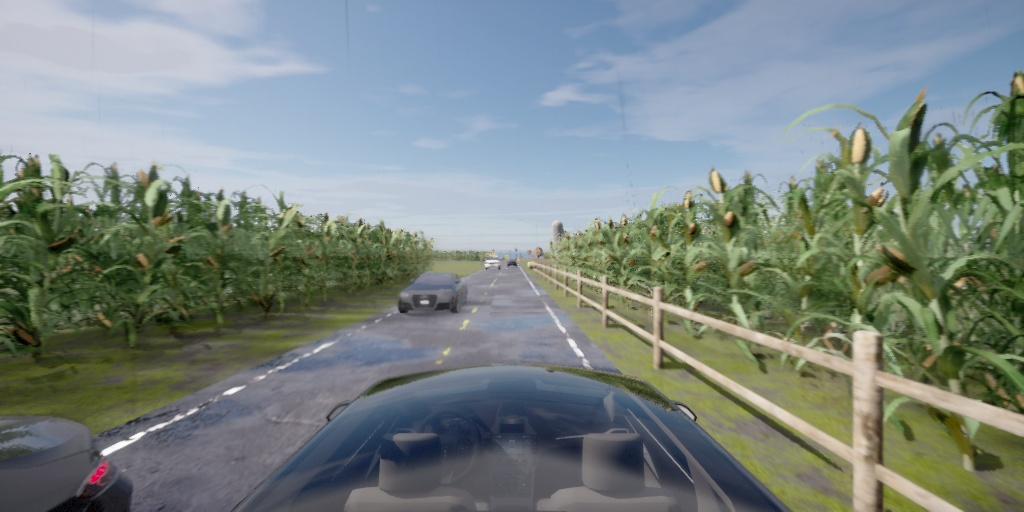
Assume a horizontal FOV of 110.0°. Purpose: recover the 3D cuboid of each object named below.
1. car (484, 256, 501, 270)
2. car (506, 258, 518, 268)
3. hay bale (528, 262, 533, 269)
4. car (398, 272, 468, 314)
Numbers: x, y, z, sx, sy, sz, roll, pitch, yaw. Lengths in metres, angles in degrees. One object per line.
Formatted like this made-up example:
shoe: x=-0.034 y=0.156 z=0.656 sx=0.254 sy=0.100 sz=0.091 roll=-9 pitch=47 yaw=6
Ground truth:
car: x=-2.786 y=0.986 z=52.874 sx=2.150 sy=2.045 sz=5.566 roll=0 pitch=0 yaw=1
car: x=0.025 y=1.287 z=63.070 sx=1.837 sy=1.490 sz=4.892 roll=0 pitch=0 yaw=0
hay bale: x=3.146 y=1.428 z=56.315 sx=1.220 sy=1.180 sz=1.240 roll=0 pitch=0 yaw=0
car: x=-2.829 y=1.308 z=13.618 sx=1.994 sy=1.385 sz=4.181 roll=0 pitch=0 yaw=0
